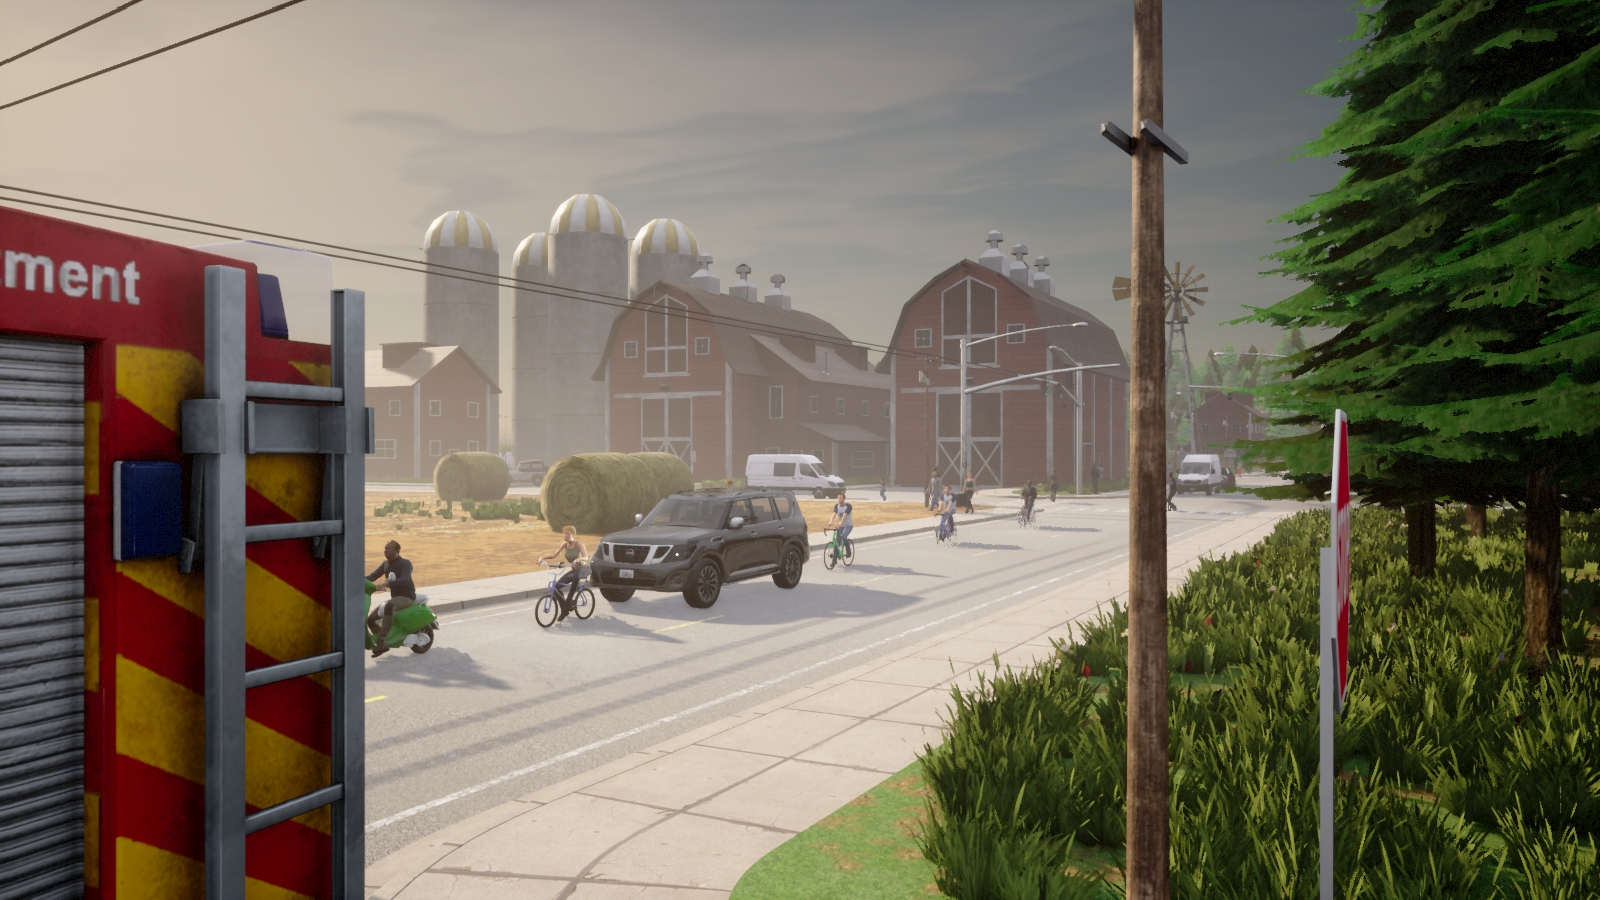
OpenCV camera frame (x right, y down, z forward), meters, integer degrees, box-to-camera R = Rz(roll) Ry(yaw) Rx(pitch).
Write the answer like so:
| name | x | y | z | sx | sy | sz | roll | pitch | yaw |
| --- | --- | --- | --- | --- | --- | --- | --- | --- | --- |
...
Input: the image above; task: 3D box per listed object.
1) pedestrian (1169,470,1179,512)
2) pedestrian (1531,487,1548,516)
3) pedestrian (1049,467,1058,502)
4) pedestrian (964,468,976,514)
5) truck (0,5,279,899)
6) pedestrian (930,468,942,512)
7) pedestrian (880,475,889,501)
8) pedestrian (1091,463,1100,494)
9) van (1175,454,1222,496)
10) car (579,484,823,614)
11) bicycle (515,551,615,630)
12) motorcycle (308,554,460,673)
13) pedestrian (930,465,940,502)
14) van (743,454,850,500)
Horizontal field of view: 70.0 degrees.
| name | x | y | z | sx | sy | sz | roll | pitch | yaw |
| --- | --- | --- | --- | --- | --- | --- | --- | --- | --- |
| pedestrian | 16.806 | 1.846 | 51.361 | 0.375 | 1.860 | 0.375 | 0 | 0 | 28 |
| pedestrian | 29.412 | 2.050 | 45.432 | 0.500 | 1.100 | 0.500 | 0 | 0 | 44 |
| pedestrian | 13.356 | 1.824 | 60.218 | 0.375 | 1.860 | 0.375 | 0 | 0 | 30 |
| pedestrian | 7.026 | 1.695 | 47.211 | 0.375 | 1.860 | 0.375 | 0 | 0 | 28 |
| truck | -6.065 | 0.867 | 3.671 | 8.468 | 3.827 | 2.891 | 0 | 0 | 21 |
| pedestrian | 5.778 | 1.681 | 48.547 | 0.375 | 1.860 | 0.375 | 0 | 0 | -39 |
| pedestrian | 4.350 | 1.951 | 58.853 | 0.375 | 1.300 | 0.375 | 0 | 0 | 19 |
| pedestrian | 17.474 | 1.692 | 67.589 | 0.375 | 1.860 | 0.375 | 0 | 0 | 35 |
| van | 25.725 | 1.534 | 73.540 | 1.988 | 2.561 | 5.915 | 0 | 0 | 28 |
| car | -1.736 | 1.779 | 22.479 | 2.150 | 2.045 | 5.566 | 0 | 0 | 27 |
| bicycle | -3.813 | 2.256 | 18.635 | 0.859 | 1.080 | 1.487 | 0 | 0 | 28 |
| motorcycle | -5.554 | 2.142 | 15.367 | 0.856 | 1.316 | 1.805 | 0 | 0 | 28 |
| pedestrian | 6.811 | 1.670 | 57.522 | 0.375 | 1.860 | 0.375 | 0 | 0 | 26 |
| van | -0.213 | 1.504 | 65.703 | 5.915 | 2.561 | 1.988 | 0 | 0 | 27 |
